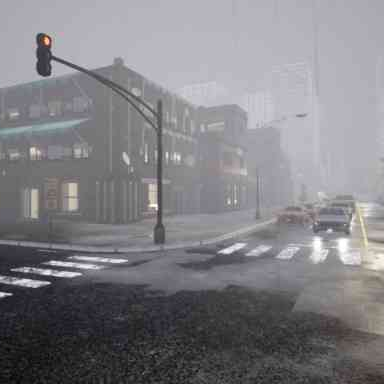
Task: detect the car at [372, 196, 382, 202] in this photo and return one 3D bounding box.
[{"bbox_3d":[43.941,1.680,79.045,1.947,1.339,4.313,0,0,26],"label":"car"}]

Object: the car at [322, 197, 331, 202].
[{"bbox_3d":[14.443,1.550,37.936,1.752,1.417,4.829,0,0,26],"label":"car"}]

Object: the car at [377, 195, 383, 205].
[{"bbox_3d":[31.774,1.639,54.240,1.802,1.307,4.206,0,0,26],"label":"car"}]

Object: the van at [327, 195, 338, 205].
[{"bbox_3d":[26.684,1.408,62.892,1.690,1.788,3.998,0,0,26],"label":"van"}]

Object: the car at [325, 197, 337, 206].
[{"bbox_3d":[24.175,1.581,57.778,1.752,1.417,4.829,0,0,26],"label":"car"}]

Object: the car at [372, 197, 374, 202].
[{"bbox_3d":[39.149,1.615,69.275,1.752,1.417,4.829,0,0,26],"label":"car"}]

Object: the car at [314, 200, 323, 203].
[{"bbox_3d":[9.651,1.580,28.167,1.947,1.339,4.313,0,0,26],"label":"car"}]

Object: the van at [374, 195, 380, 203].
[{"bbox_3d":[36.641,1.419,64.163,1.690,1.788,3.998,0,0,26],"label":"van"}]

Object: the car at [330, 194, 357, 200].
[{"bbox_3d":[17.126,1.247,37.298,2.150,2.045,5.566,0,0,26],"label":"car"}]

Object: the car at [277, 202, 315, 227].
[{"bbox_3d":[7.141,1.554,23.248,1.887,1.381,4.507,0,0,26],"label":"car"}]

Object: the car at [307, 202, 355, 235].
[{"bbox_3d":[8.215,1.555,19.338,2.033,1.411,5.357,0,0,26],"label":"car"}]

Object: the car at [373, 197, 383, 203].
[{"bbox_3d":[41.507,1.684,74.083,1.802,1.307,4.206,0,0,26],"label":"car"}]

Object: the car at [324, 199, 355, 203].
[{"bbox_3d":[12.395,1.541,27.807,1.812,1.442,4.674,0,0,26],"label":"car"}]

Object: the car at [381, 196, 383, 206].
[{"bbox_3d":[26.908,1.590,44.320,2.008,1.369,4.403,0,0,26],"label":"car"}]
